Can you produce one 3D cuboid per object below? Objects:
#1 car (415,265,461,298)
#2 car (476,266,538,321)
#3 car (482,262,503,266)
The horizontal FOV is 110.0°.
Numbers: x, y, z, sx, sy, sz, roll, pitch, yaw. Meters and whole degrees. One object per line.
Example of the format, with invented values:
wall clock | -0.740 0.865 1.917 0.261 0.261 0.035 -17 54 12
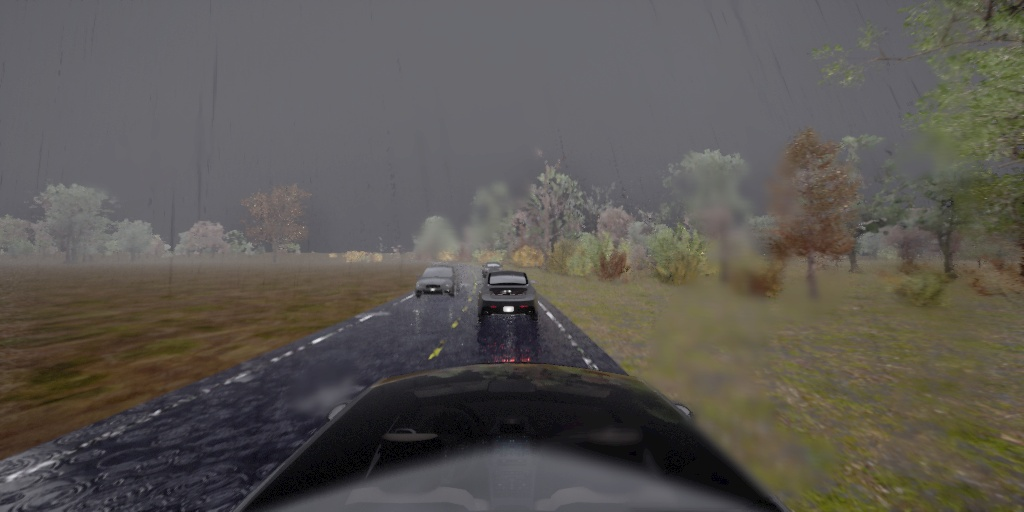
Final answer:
car | -3.683 1.253 18.402 1.837 1.490 4.892 0 0 -4
car | -0.188 1.251 12.556 1.837 1.490 4.892 0 0 -2
car | -1.791 1.263 33.375 1.812 1.442 4.674 0 0 -6
